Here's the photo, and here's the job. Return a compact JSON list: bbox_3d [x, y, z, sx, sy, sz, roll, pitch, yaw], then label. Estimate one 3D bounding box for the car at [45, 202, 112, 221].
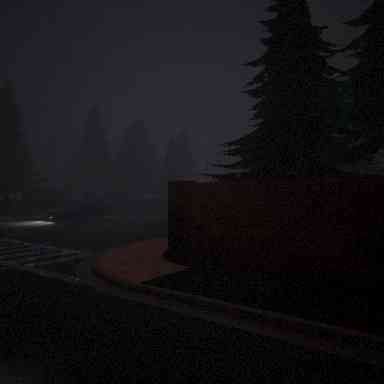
[{"bbox_3d":[-9.134,1.547,27.336,2.033,1.411,5.357,0,0,35],"label":"car"}]
